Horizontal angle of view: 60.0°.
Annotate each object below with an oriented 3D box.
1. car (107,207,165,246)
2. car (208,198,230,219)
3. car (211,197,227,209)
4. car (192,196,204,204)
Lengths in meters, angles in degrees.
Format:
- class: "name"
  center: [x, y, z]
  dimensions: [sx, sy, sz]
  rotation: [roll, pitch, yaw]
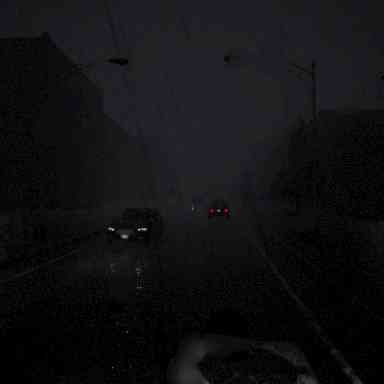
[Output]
- class: "car"
  center: [-2.460, 1.491, 15.515]
  dimensions: [2.128, 1.511, 4.902]
  rotation: [0, 0, 5]
- class: "car"
  center: [2.376, 1.529, 29.334]
  dimensions: [2.033, 1.411, 5.357]
  rotation: [0, 0, 5]
- class: "car"
  center: [3.558, 1.470, 43.868]
  dimensions: [1.994, 1.385, 4.181]
  rotation: [0, 0, 5]
- class: "car"
  center: [1.017, 1.413, 57.578]
  dimensions: [1.895, 1.301, 4.718]
  rotation: [0, 0, 5]
